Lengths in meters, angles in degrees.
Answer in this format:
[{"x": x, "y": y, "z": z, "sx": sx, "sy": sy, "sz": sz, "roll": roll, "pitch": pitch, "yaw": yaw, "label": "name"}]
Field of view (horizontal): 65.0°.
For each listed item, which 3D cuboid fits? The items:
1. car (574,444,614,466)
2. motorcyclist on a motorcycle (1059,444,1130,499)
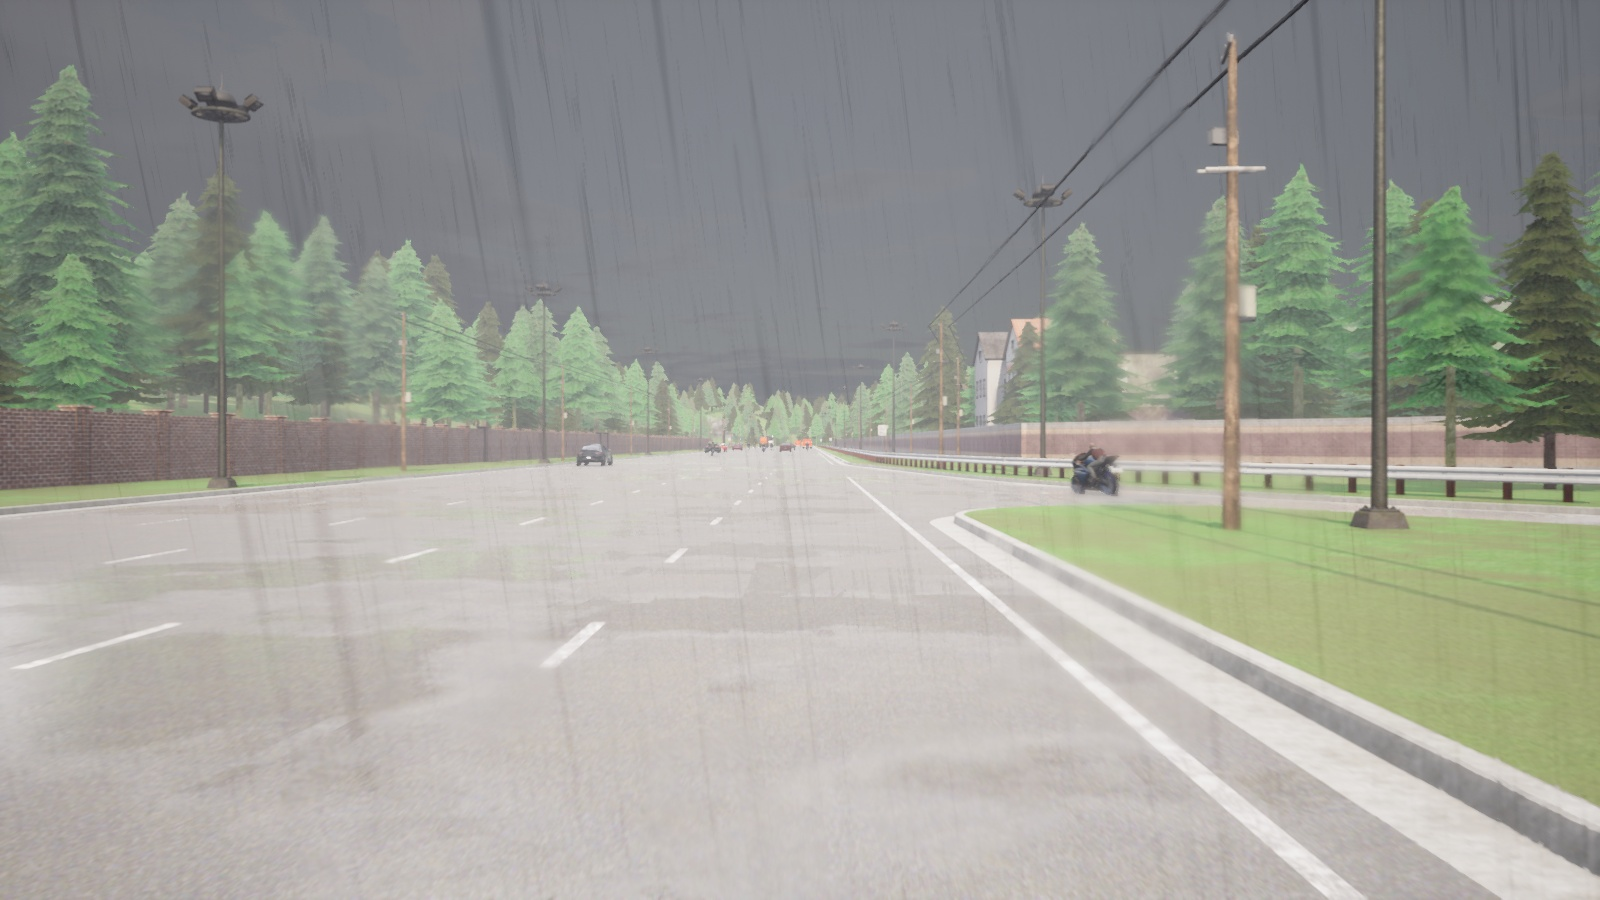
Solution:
[{"x": -13.513, "y": 0.295, "z": 82.680, "sx": 1.812, "sy": 1.442, "sz": 4.674, "roll": 0, "pitch": 0, "yaw": 0, "label": "car"}, {"x": 8.339, "y": 0.587, "z": 35.700, "sx": 0.866, "sy": 1.530, "sz": 2.191, "roll": 0, "pitch": 0, "yaw": -21, "label": "motorcyclist on a motorcycle"}]
